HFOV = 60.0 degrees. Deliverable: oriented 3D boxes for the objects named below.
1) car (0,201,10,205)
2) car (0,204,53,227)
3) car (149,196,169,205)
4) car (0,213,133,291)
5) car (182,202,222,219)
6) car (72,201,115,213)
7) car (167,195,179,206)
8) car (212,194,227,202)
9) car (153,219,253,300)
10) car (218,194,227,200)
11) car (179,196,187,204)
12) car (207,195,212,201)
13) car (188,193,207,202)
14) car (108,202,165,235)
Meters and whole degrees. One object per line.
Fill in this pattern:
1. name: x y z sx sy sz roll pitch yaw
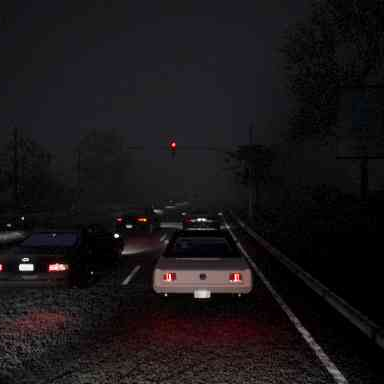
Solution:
1. car: -20.355 1.608 35.522 4.718 1.301 1.895 0 0 6
2. car: -10.647 1.604 21.344 1.895 1.301 4.718 0 0 -4
3. car: -4.835 1.608 45.197 1.895 1.301 4.718 0 0 5
4. car: -3.257 1.549 9.132 2.033 1.411 5.357 0 0 1
5. car: 0.520 1.508 17.595 1.837 1.490 4.892 0 0 2
6. car: -10.101 1.606 35.276 4.718 1.301 1.895 0 0 -3
7. car: -3.896 1.360 54.119 2.097 1.767 4.553 0 0 7
8. car: 6.307 1.560 76.649 1.994 1.385 4.181 0 0 10
9. car: 0.231 1.602 8.370 1.895 1.301 4.718 0 0 1
10. car: 7.970 1.359 86.355 1.882 1.535 5.008 0 0 11
11. car: -2.783 1.514 63.036 1.837 1.490 4.892 0 0 8
12. car: 4.460 1.538 86.607 2.128 1.511 4.902 0 0 11
13. car: 1.097 1.231 64.516 2.150 2.045 5.566 0 0 8
14. car: -2.941 1.529 18.709 1.812 1.442 4.674 0 0 4
